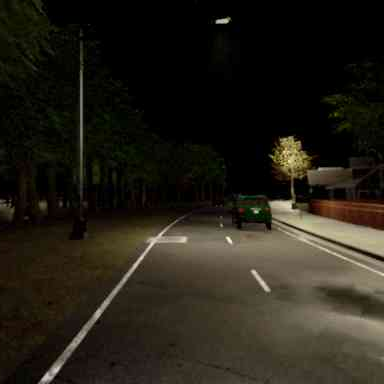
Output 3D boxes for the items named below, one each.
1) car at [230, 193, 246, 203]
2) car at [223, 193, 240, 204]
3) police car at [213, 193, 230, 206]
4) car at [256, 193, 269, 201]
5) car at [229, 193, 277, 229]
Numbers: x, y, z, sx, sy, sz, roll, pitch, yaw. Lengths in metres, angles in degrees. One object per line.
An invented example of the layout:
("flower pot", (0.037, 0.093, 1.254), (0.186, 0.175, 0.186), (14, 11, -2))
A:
("car", (9.919, 1.272, 71.022), (2.150, 2.045, 5.566), (0, 0, 22))
("car", (7.823, 1.281, 65.428), (2.150, 2.045, 5.566), (0, 0, 19))
("police car", (4.833, 1.496, 56.019), (1.930, 1.638, 5.238), (0, 0, 16))
("car", (18.437, 1.283, 87.011), (2.097, 1.767, 4.553), (0, 0, 28))
("car", (3.923, 1.272, 22.271), (2.150, 2.045, 5.566), (0, 0, 3))
